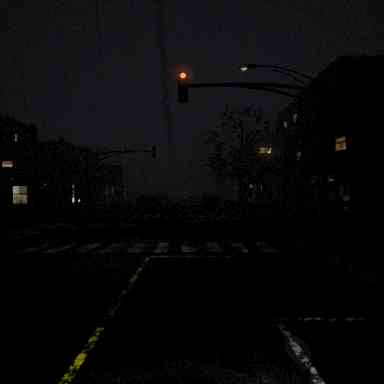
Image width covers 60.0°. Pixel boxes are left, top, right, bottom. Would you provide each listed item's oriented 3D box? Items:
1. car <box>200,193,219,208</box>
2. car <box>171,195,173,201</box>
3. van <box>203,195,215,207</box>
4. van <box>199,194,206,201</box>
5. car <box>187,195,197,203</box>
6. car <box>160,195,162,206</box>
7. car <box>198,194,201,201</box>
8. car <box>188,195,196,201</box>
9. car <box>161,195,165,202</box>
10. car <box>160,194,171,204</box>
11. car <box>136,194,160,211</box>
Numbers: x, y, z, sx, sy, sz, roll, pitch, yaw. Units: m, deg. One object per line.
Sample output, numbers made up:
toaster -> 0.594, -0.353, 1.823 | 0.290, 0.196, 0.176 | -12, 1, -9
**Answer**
car -> 2.679, 1.305, 46.985 | 2.192, 1.841, 5.009 | -1, 0, 0
car -> -5.704, 1.299, 69.160 | 2.192, 1.841, 5.009 | -1, 0, 0
van -> 2.679, 1.329, 52.529 | 1.690, 1.788, 3.998 | -1, 0, 0
van -> 2.674, 1.319, 85.793 | 1.690, 1.788, 3.998 | -1, 0, 0
car -> -0.010, 1.462, 67.394 | 1.882, 1.535, 5.008 | 0, 0, 0
car -> -5.700, 1.534, 46.984 | 1.887, 1.381, 4.507 | -1, 0, 0
car -> 2.679, 1.536, 63.617 | 2.008, 1.369, 4.403 | -1, 0, 0
car -> -0.011, 1.430, 77.845 | 1.994, 1.385, 4.181 | 0, 0, 0
car -> -5.700, 1.570, 52.528 | 1.802, 1.307, 4.206 | -1, 0, 0
car -> -5.704, 1.300, 63.616 | 2.192, 1.841, 5.009 | -1, 0, 0
car -> -5.700, 1.306, 41.440 | 2.192, 1.841, 5.009 | -1, 0, 0
